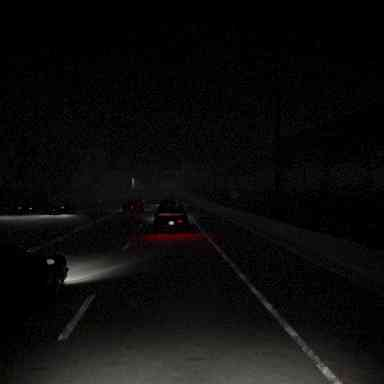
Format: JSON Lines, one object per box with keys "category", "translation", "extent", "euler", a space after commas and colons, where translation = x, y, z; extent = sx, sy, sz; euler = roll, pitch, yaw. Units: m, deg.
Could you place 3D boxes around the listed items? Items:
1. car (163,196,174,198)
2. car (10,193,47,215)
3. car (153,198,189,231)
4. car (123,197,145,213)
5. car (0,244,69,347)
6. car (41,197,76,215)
{"category": "car", "translation": [-3.060, 1.201, 42.813], "extent": [1.812, 1.442, 4.674], "euler": [-1, 1, -4]}
{"category": "car", "translation": [-16.550, 1.150, 34.309], "extent": [2.150, 2.045, 5.566], "euler": [-1, 0, -4]}
{"category": "car", "translation": [-1.240, 1.351, 19.423], "extent": [2.128, 1.511, 4.902], "euler": [-1, 1, -4]}
{"category": "car", "translation": [-5.879, 1.278, 33.948], "extent": [1.882, 1.535, 5.008], "euler": [-1, 0, -4]}
{"category": "car", "translation": [-3.488, 1.542, 5.141], "extent": [2.033, 1.411, 5.357], "euler": [-1, 0, -6]}
{"category": "car", "translation": [-12.959, 1.417, 33.138], "extent": [1.812, 1.442, 4.674], "euler": [-1, 0, -4]}
